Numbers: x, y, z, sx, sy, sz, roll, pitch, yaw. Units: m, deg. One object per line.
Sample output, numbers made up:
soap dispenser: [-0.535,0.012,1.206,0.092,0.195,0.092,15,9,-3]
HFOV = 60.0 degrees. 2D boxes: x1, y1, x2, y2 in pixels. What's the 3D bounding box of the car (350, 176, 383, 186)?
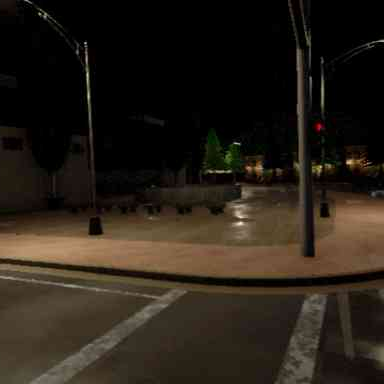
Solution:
car: [21.584,-1.259,41.274,1.837,1.490,4.892,-2,2,-8]
